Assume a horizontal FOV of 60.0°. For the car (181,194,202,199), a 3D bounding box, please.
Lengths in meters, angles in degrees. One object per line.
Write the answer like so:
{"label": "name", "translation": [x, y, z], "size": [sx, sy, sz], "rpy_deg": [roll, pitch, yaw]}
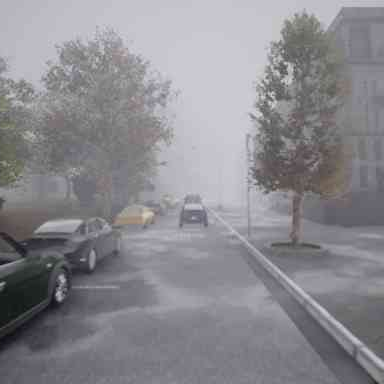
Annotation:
{"label": "car", "translation": [0.108, 1.294, 41.892], "size": [2.150, 2.045, 5.566], "rpy_deg": [0, 0, 0]}

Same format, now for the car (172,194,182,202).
{"label": "car", "translation": [-3.640, 1.474, 83.205], "size": [2.185, 1.767, 4.553], "rpy_deg": [0, 0, 2]}

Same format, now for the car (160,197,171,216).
{"label": "car", "translation": [-3.646, 1.574, 33.130], "size": [2.163, 1.488, 4.792], "rpy_deg": [0, 0, 2]}

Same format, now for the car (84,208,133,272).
{"label": "car", "translation": [-3.651, 1.508, 10.810], "size": [2.231, 1.521, 4.892], "rpy_deg": [0, 0, 2]}

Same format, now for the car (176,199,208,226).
{"label": "car", "translation": [0.104, 1.529, 23.799], "size": [1.882, 1.535, 5.008], "rpy_deg": [0, 0, 0]}

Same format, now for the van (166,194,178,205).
{"label": "van", "translation": [-3.638, 1.342, 61.071], "size": [1.878, 1.987, 4.442], "rpy_deg": [0, 0, 2]}

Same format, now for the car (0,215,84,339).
{"label": "car", "translation": [-3.654, 1.368, 5.214], "size": [2.185, 1.767, 4.553], "rpy_deg": [0, 0, 2]}

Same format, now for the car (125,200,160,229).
{"label": "car", "translation": [-3.642, 1.526, 22.144], "size": [1.946, 1.575, 5.366], "rpy_deg": [0, 0, 2]}

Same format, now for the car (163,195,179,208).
{"label": "car", "translation": [-3.644, 1.558, 49.808], "size": [2.097, 1.535, 5.008], "rpy_deg": [0, 0, 2]}

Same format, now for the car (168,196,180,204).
{"label": "car", "translation": [-3.634, 1.571, 66.710], "size": [1.946, 1.575, 5.366], "rpy_deg": [0, 0, 2]}

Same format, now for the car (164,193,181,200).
{"label": "car", "translation": [-3.643, 1.311, 55.413], "size": [2.435, 2.045, 5.566], "rpy_deg": [0, 0, 2]}
